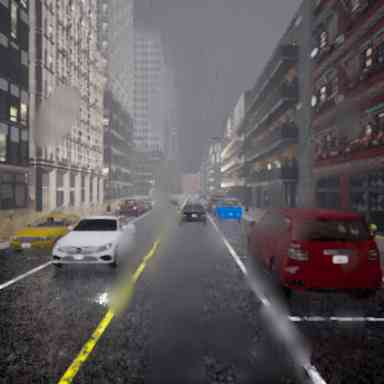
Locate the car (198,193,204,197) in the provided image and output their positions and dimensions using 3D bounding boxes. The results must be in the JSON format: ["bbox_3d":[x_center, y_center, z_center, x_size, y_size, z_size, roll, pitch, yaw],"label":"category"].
[{"bbox_3d":[2.730,1.248,86.132,2.192,1.841,5.009,0,0,0],"label":"car"}]

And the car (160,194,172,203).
[{"bbox_3d":[-5.657,1.522,69.483,1.802,1.307,4.206,0,0,0],"label":"car"}]

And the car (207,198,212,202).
[{"bbox_3d":[2.704,1.518,30.623,2.008,1.369,4.403,0,0,0],"label":"car"}]

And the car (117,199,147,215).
[{"bbox_3d":[-5.677,1.407,30.626,1.967,1.590,4.097,0,0,0],"label":"car"}]

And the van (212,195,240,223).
[{"bbox_3d":[2.701,1.313,25.072,1.690,1.788,3.998,0,0,0],"label":"van"}]

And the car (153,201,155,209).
[{"bbox_3d":[-5.671,1.509,41.728,2.008,1.369,4.403,0,0,0],"label":"car"}]

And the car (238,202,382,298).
[{"bbox_3d":[2.693,1.305,8.420,2.192,1.841,5.009,0,0,0],"label":"car"}]

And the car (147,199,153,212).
[{"bbox_3d":[-5.674,1.488,36.007,1.752,1.417,4.829,0,0,0],"label":"car"}]

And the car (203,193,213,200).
[{"bbox_3d":[2.706,1.277,36.174,2.192,1.841,5.009,0,0,0],"label":"car"}]

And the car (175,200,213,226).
[{"bbox_3d":[0.112,1.522,23.315,2.033,1.411,5.357,0,0,0],"label":"car"}]

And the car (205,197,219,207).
[{"bbox_3d":[3.026,1.478,51.339,1.812,1.442,4.674,0,0,0],"label":"car"}]

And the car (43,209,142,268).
[{"bbox_3d":[-3.081,1.512,11.419,1.812,1.442,4.674,0,0,1],"label":"car"}]

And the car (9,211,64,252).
[{"bbox_3d":[-5.685,1.509,13.804,1.752,1.417,4.829,0,0,0],"label":"car"}]

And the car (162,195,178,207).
[{"bbox_3d":[-3.046,1.552,51.120,1.895,1.301,4.718,0,0,0],"label":"car"}]

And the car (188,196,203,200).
[{"bbox_3d":[0.118,1.558,42.406,1.895,1.301,4.718,0,0,0],"label":"car"}]

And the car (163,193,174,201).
[{"bbox_3d":[-5.652,1.250,80.585,2.192,1.841,5.009,0,0,0],"label":"car"}]
